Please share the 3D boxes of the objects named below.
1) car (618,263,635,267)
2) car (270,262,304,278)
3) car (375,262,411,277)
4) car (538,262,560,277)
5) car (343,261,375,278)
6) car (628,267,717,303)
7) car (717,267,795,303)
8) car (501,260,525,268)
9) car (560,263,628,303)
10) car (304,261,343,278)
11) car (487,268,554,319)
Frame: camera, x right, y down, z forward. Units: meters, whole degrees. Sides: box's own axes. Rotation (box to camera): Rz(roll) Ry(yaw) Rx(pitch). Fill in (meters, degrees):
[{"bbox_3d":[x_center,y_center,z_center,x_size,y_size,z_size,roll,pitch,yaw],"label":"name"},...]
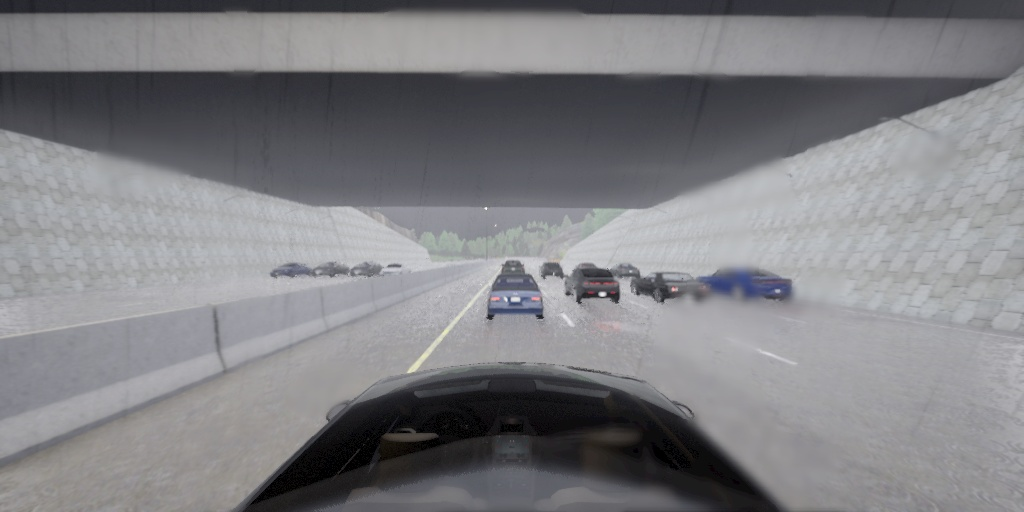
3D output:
[{"bbox_3d":[10.599,1.360,33.984,1.994,1.385,4.181,0,0,0],"label":"car"},{"bbox_3d":[-21.092,1.323,34.498,1.812,1.442,4.674,0,0,0],"label":"car"},{"bbox_3d":[-10.594,1.321,32.961,1.812,1.442,4.674,0,0,0],"label":"car"},{"bbox_3d":[3.600,1.300,33.326,1.837,1.490,4.892,0,0,0],"label":"car"},{"bbox_3d":[-14.093,1.290,35.037,2.128,1.511,4.902,0,0,0],"label":"car"},{"bbox_3d":[7.102,1.372,16.615,1.895,1.301,4.718,0,0,0],"label":"car"},{"bbox_3d":[10.602,1.249,16.746,1.882,1.535,5.008,0,0,0],"label":"car"},{"bbox_3d":[0.100,1.147,33.004,2.097,1.767,4.553,0,0,0],"label":"car"},{"bbox_3d":[3.601,1.276,16.690,1.837,1.490,4.892,0,0,0],"label":"car"},{"bbox_3d":[-17.594,1.291,34.973,2.128,1.511,4.902,0,0,0],"label":"car"},{"bbox_3d":[0.103,1.314,12.926,2.033,1.411,5.357,0,0,0],"label":"car"}]
